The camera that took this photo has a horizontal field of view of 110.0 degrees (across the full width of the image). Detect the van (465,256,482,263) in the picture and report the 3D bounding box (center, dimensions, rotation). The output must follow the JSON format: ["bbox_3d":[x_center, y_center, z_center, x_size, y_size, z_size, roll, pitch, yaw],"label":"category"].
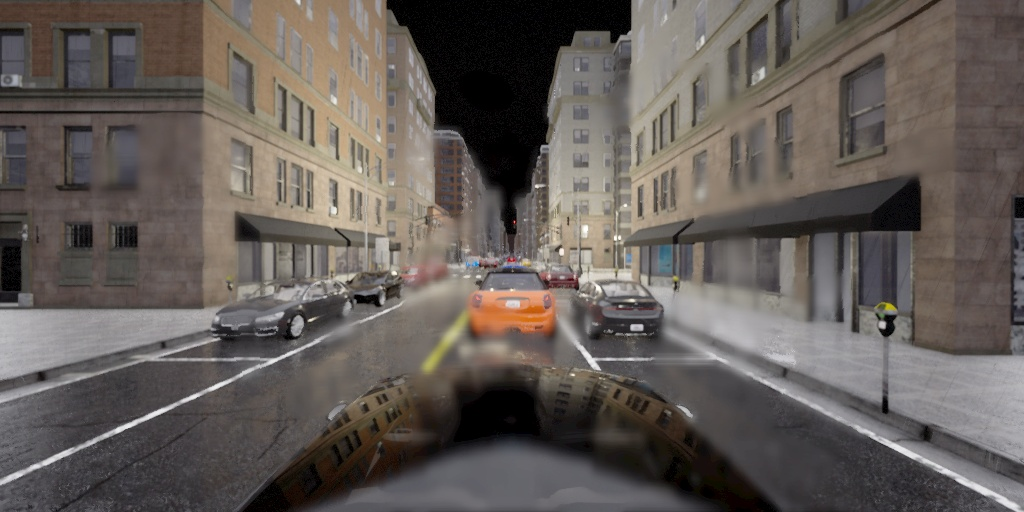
[{"bbox_3d":[-5.898,1.001,53.306,1.690,1.789,3.998,0,0,0],"label":"van"}]

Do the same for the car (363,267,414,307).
[{"bbox_3d":[-5.867,1.294,15.311,1.948,1.339,4.313,0,0,0],"label":"car"}]

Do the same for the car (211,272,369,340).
[{"bbox_3d":[-5.863,1.287,9.787,2.007,1.370,4.403,0,0,0],"label":"car"}]

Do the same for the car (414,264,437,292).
[{"bbox_3d":[-5.872,1.300,20.835,1.802,1.307,4.207,0,0,0],"label":"car"}]

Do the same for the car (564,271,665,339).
[{"bbox_3d":[2.663,1.287,9.817,2.007,1.370,4.403,0,0,0],"label":"car"}]

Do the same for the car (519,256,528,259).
[{"bbox_3d":[2.618,1.164,64.698,1.751,1.417,4.829,0,0,0],"label":"car"}]

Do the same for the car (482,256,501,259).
[{"bbox_3d":[-3.128,1.137,53.889,1.882,1.535,5.008,0,0,0],"label":"car"}]

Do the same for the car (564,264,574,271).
[{"bbox_3d":[2.654,1.158,20.867,1.967,1.591,4.097,0,0,0],"label":"car"}]

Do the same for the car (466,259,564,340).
[{"bbox_3d":[0.017,1.089,10.118,2.097,1.767,4.553,0,0,0],"label":"car"}]

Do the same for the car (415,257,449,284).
[{"bbox_3d":[-5.876,1.024,26.358,2.192,1.841,5.009,0,0,0],"label":"car"}]
